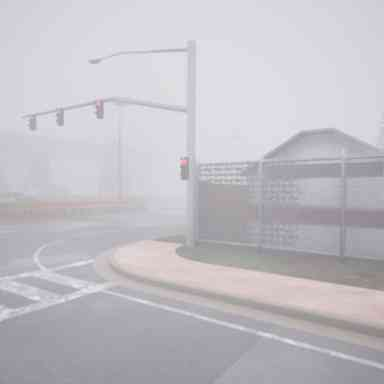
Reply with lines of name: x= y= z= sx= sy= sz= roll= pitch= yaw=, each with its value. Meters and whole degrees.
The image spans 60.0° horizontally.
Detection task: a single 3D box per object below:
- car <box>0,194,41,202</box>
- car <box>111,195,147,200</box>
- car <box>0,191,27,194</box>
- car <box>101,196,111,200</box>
car: x=-17.298 y=1.251 z=33.223 sx=1.882 sy=1.535 sz=5.008 roll=0 pitch=0 yaw=34
car: x=-8.419 y=1.248 z=46.515 sx=1.882 sy=1.535 sz=5.008 roll=0 pitch=0 yaw=34
car: x=-20.132 y=0.969 z=35.267 sx=2.150 sy=2.045 sz=5.566 roll=0 pitch=1 yaw=34
car: x=-11.185 y=1.224 z=48.671 sx=1.882 sy=1.535 sz=5.008 roll=0 pitch=0 yaw=34
